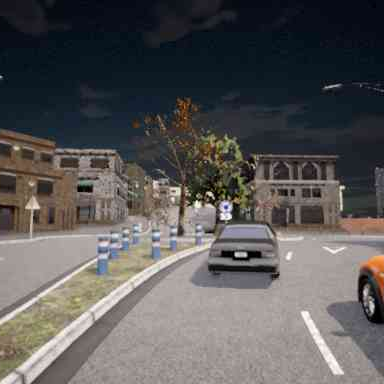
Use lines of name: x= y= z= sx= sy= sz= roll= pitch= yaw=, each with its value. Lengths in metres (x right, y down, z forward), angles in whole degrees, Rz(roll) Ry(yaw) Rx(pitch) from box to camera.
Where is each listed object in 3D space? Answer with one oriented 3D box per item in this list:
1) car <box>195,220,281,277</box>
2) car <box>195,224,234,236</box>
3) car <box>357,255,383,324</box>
car: x=1.722 y=1.582 z=10.213 sx=2.033 sy=1.411 sz=5.357 roll=-2 pitch=-2 yaw=13
car: x=2.852 y=4.834 z=42.604 sx=4.902 sy=1.511 sz=2.128 roll=0 pitch=-6 yaw=2
car: x=3.872 y=1.318 z=4.145 sx=2.097 sy=1.767 sz=4.553 roll=-1 pitch=1 yaw=6
